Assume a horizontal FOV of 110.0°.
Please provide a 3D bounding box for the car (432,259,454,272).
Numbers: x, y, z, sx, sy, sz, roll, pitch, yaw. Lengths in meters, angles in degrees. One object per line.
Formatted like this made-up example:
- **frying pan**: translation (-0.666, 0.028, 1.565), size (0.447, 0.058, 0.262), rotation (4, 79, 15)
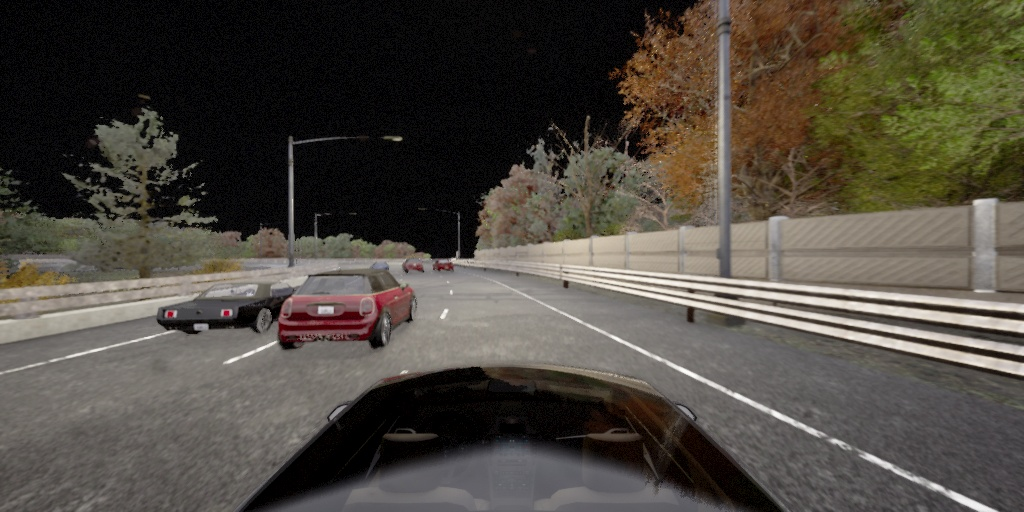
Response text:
- **car**: translation (-8.487, 1.155, 43.843), size (1.882, 1.535, 5.008), rotation (0, 0, -22)

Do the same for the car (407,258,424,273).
- **car**: translation (-11.913, 1.051, 42.949), size (2.097, 1.767, 4.553), rotation (0, 0, -22)

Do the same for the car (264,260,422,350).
- **car**: translation (-3.887, 1.102, 9.315), size (2.097, 1.767, 4.553), rotation (0, 0, -4)

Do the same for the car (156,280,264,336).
- **car**: translation (-7.437, 1.366, 10.573), size (1.895, 1.301, 4.718), rotation (0, 0, -5)
